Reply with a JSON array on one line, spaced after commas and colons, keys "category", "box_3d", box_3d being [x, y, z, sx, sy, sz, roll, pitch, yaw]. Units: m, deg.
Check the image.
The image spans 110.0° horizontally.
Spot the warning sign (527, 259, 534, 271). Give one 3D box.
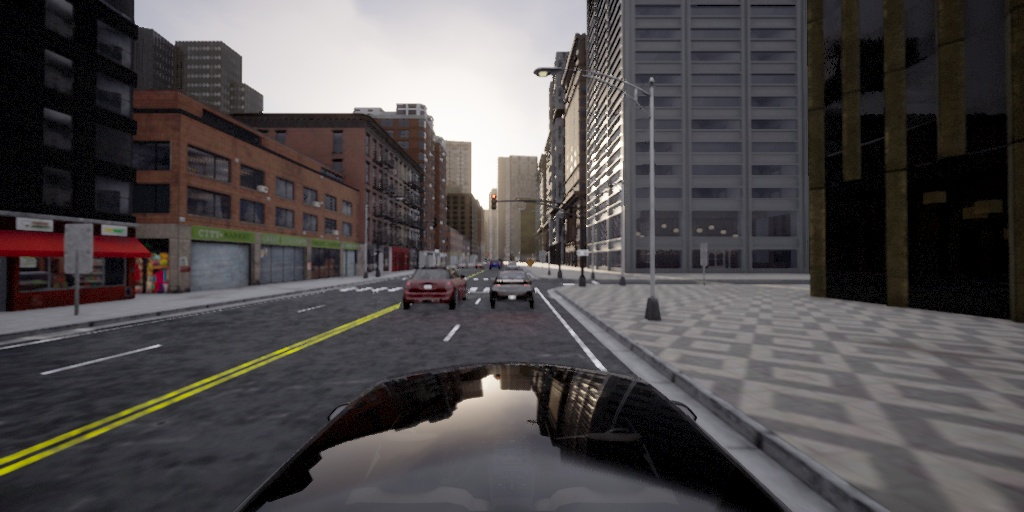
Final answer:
[{"category": "warning sign", "box_3d": [2.897, 1.383, 56.442, 1.300, 1.860, 1.060, 0, 0, 0]}]

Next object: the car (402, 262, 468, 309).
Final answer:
[{"category": "car", "box_3d": [-3.235, 1.239, 15.923, 2.097, 1.767, 4.553, 0, -1, 0]}]

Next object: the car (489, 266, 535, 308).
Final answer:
[{"category": "car", "box_3d": [0.017, 1.384, 16.140, 2.128, 1.511, 4.902, 0, 0, 0]}]
